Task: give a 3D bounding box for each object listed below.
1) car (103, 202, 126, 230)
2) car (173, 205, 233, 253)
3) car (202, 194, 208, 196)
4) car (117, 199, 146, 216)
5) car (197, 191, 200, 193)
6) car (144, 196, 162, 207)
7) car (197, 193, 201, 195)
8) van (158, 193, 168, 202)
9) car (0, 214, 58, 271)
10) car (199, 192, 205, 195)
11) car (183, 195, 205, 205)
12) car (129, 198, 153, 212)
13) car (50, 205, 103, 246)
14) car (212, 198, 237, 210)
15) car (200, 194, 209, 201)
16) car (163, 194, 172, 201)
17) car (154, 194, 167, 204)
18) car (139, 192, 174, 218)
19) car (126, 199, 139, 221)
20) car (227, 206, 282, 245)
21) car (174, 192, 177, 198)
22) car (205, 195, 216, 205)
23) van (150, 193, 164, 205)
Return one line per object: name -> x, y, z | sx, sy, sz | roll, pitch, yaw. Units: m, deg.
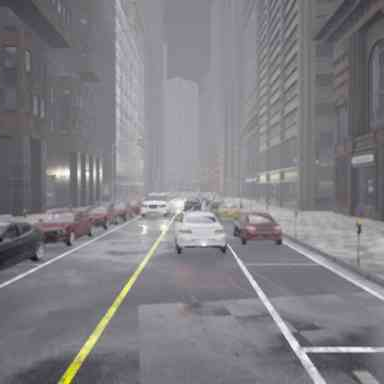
car -> -5.676, 1.472, 20.564 | 1.887, 1.381, 4.507 | -1, 0, 0
car -> 0.258, 1.480, 13.366 | 1.812, 1.442, 4.674 | 0, 0, -3
car -> 2.850, 1.353, 48.691 | 1.887, 1.381, 4.507 | -1, 0, 0
car -> -5.676, 1.427, 31.813 | 1.887, 1.381, 4.507 | -1, 0, 0
car -> 2.852, 1.174, 88.063 | 1.947, 1.339, 4.313 | -1, 0, 0
car -> -5.675, 1.359, 48.687 | 2.008, 1.369, 4.403 | -1, 0, 0
car -> 0.102, 1.369, 57.186 | 1.895, 1.301, 4.718 | 0, 0, 0
van -> -5.677, 1.069, 65.560 | 1.690, 1.788, 3.998 | -1, 0, 0
car -> -5.676, 1.534, 9.314 | 1.947, 1.339, 4.313 | -1, 0, 0
car -> 2.851, 1.272, 65.565 | 1.887, 1.381, 4.507 | -1, 0, 0
car -> 0.101, 1.371, 35.718 | 1.837, 1.490, 4.892 | 0, 0, 0
car -> -5.676, 1.409, 37.438 | 2.008, 1.369, 4.403 | -1, 0, 0
car -> -5.676, 1.493, 14.939 | 1.887, 1.381, 4.507 | -1, 0, 0
car -> 2.850, 1.429, 26.364 | 1.752, 1.417, 4.829 | -1, 0, 0
car -> 2.851, 1.215, 76.813 | 1.887, 1.381, 4.507 | -1, 0, 0
car -> -5.674, 1.252, 76.810 | 1.802, 1.307, 4.206 | -1, 0, 0
car -> -5.676, 1.196, 59.936 | 1.967, 1.590, 4.097 | -1, 0, 0
car -> -3.098, 1.114, 29.338 | 2.150, 2.045, 5.566 | 0, 0, 0
car -> -5.676, 1.450, 26.189 | 1.887, 1.381, 4.507 | -1, 0, 0
car -> 2.850, 1.530, 14.945 | 1.802, 1.307, 4.206 | -1, 0, 0
car -> -5.674, 1.174, 88.060 | 1.947, 1.339, 4.313 | -1, 0, 0
car -> 2.850, 1.409, 37.443 | 2.008, 1.369, 4.403 | -1, 0, 0
van -> -5.677, 1.123, 54.310 | 1.690, 1.788, 3.998 | -1, 0, 0
